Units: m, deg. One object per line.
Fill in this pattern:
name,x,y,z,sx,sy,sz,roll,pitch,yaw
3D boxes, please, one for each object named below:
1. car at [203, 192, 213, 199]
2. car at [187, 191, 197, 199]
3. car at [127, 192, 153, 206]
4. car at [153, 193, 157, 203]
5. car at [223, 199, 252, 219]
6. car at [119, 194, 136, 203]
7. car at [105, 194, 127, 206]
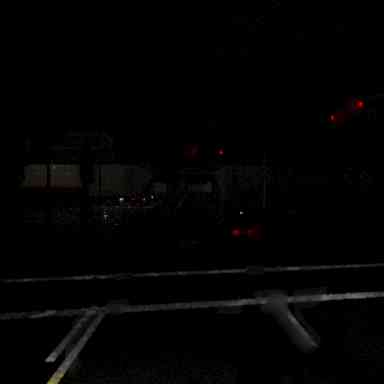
car,3.464,0.707,71.707,1.994,1.385,4.181,0,1,0
car,-0.036,0.657,71.704,1.837,1.490,4.892,0,1,0
car,-7.061,0.933,45.833,2.097,1.767,4.553,0,1,0
car,-7.068,0.828,54.675,2.097,1.767,4.553,0,1,0
car,3.588,1.291,26.634,2.128,1.511,4.902,0,1,0
car,-10.565,1.043,54.648,1.994,1.385,4.181,0,1,0
car,-10.556,1.089,45.743,1.837,1.490,4.892,0,1,0
